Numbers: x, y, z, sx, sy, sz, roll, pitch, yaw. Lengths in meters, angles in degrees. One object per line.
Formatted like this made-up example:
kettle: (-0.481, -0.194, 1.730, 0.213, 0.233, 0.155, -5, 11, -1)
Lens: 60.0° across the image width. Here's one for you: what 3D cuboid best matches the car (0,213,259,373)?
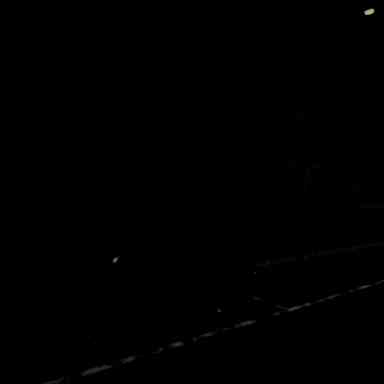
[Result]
car: (-1.013, 1.337, 5.837, 5.009, 1.841, 2.192, 1, 0, -36)
